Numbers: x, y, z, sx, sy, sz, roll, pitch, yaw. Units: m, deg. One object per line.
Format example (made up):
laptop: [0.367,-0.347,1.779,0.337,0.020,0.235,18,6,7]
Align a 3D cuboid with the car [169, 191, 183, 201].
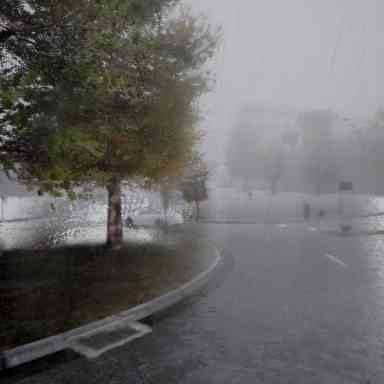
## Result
car: [-1.708,0.643,55.567,5.008,1.535,2.097,-1,4,-17]

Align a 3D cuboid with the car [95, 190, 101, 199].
car: [-18.634,0.748,57.195,4.792,1.488,2.163,-3,4,-19]

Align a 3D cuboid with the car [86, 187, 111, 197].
car: [-18.513,-0.020,66.007,4.553,1.767,2.185,-3,4,-19]

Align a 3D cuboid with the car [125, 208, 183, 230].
car: [-2.760,1.865,23.964,4.674,1.442,1.812,-1,-1,36]

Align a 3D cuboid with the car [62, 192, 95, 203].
car: [-18.699,0.964,54.241,4.674,1.452,2.002,-3,4,-19]

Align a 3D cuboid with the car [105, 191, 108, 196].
car: [-18.608,0.342,63.057,4.792,1.488,2.163,-3,4,-19]

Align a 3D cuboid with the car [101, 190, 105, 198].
car: [-18.595,0.389,60.121,4.553,1.767,2.185,-3,4,-19]
